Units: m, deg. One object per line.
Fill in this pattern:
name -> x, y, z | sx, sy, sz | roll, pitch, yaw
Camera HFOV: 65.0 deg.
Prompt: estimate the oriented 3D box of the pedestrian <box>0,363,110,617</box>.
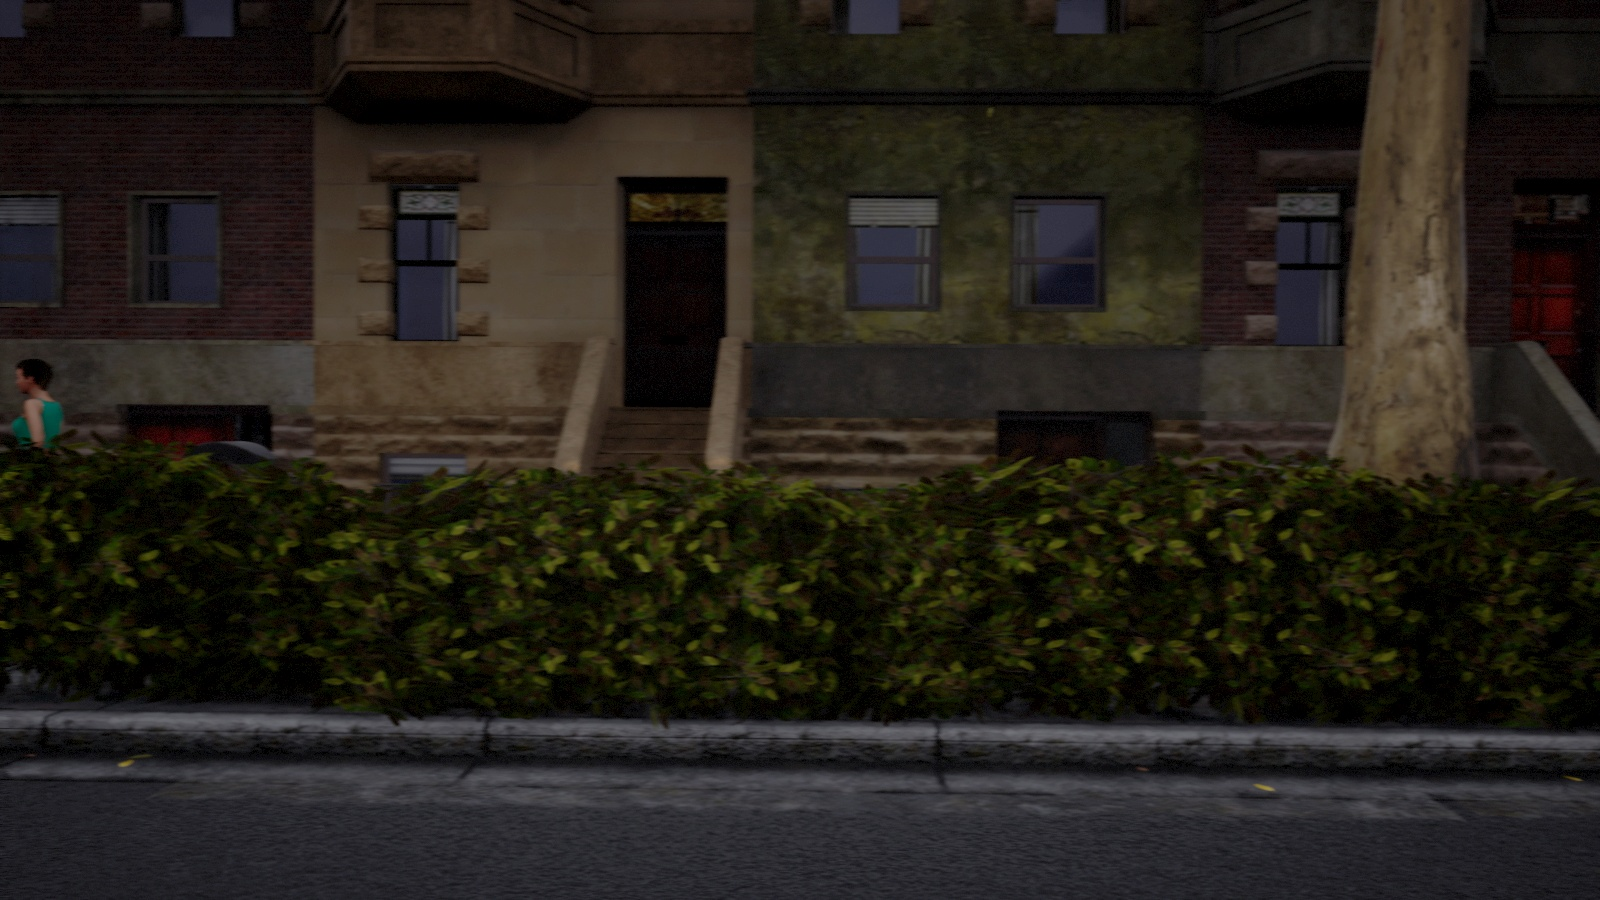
pedestrian -> -5.514, 0.290, 9.292 | 0.594, 1.836, 0.345 | -1, 1, 1
